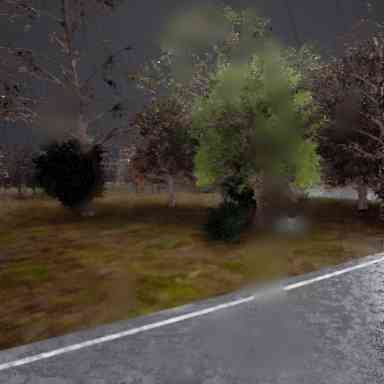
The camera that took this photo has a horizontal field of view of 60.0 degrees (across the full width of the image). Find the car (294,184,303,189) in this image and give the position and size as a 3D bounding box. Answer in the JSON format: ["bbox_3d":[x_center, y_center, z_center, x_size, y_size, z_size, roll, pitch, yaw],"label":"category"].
[{"bbox_3d":[23.530,-1.468,72.199,1.837,1.490,4.892,-2,4,35],"label":"car"}]

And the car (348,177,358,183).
[{"bbox_3d":[37.754,-2.917,77.075,4.553,1.767,2.097,-4,3,-11],"label":"car"}]

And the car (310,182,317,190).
[{"bbox_3d":[24.516,-1.299,67.763,1.837,1.490,4.892,-3,3,26],"label":"car"}]
